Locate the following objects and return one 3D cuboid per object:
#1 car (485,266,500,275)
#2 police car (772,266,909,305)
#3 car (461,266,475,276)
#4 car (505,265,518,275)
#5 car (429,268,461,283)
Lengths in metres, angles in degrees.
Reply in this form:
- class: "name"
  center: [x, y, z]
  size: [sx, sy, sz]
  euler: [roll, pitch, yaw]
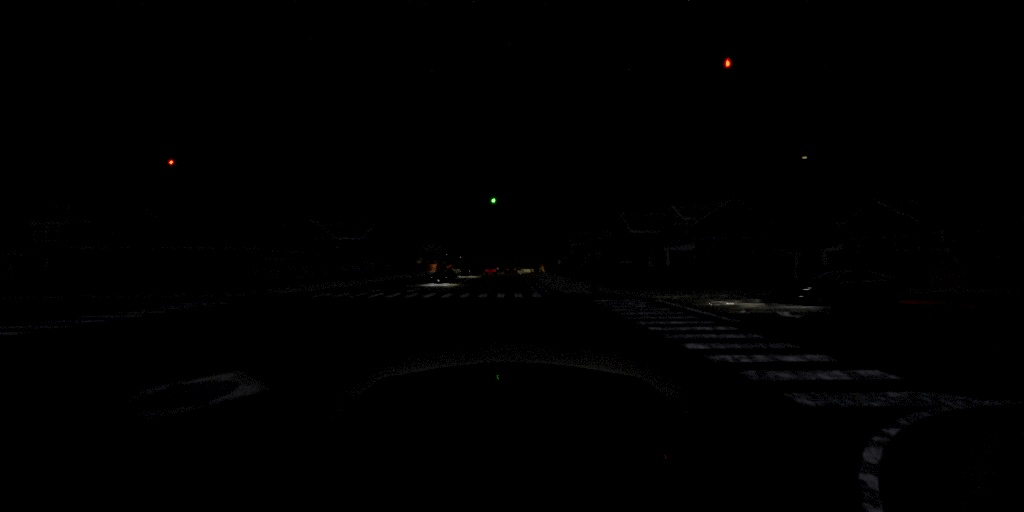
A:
- class: "car"
  center: [-3.357, 2.378, 58.538]
  size: [1.895, 1.301, 4.718]
  euler: [0, -1, 0]
- class: "police car"
  center: [14.755, 1.295, 16.304]
  size: [5.238, 1.638, 1.930]
  euler: [0, -1, 0]
- class: "car"
  center: [-6.660, 2.150, 53.276]
  size: [1.882, 1.535, 5.008]
  euler: [0, -1, 0]
- class: "car"
  center: [-0.107, 2.304, 58.517]
  size: [1.812, 1.442, 4.674]
  euler: [0, -1, 0]
- class: "car"
  center: [-6.649, 1.888, 35.112]
  size: [2.033, 1.411, 5.357]
  euler: [0, -1, 0]
